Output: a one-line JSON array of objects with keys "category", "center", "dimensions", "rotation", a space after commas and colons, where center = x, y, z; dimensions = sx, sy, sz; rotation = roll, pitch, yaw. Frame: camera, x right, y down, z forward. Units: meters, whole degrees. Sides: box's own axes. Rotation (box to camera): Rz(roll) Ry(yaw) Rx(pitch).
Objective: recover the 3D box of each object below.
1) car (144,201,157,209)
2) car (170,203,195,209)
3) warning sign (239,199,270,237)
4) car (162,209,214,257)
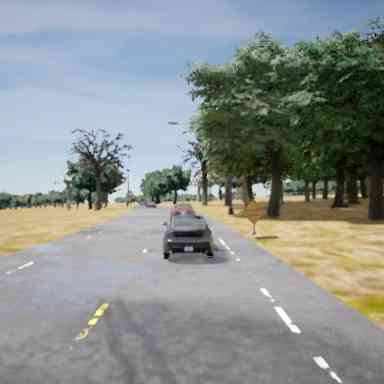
[{"category": "car", "center": [-7.896, 2.560, 65.255], "dimensions": [2.033, 1.411, 5.357], "rotation": [0, -1, -7]}, {"category": "car", "center": [-0.816, 1.731, 28.638], "dimensions": [2.097, 1.767, 4.553], "rotation": [0, -1, -3]}, {"category": "warning sign", "center": [3.221, 1.338, 17.367], "dimensions": [1.300, 1.860, 1.060], "rotation": [-2, -3, -2]}, {"category": "car", "center": [-0.169, 1.673, 13.613], "dimensions": [1.837, 1.490, 4.892], "rotation": [0, 0, -1]}]
